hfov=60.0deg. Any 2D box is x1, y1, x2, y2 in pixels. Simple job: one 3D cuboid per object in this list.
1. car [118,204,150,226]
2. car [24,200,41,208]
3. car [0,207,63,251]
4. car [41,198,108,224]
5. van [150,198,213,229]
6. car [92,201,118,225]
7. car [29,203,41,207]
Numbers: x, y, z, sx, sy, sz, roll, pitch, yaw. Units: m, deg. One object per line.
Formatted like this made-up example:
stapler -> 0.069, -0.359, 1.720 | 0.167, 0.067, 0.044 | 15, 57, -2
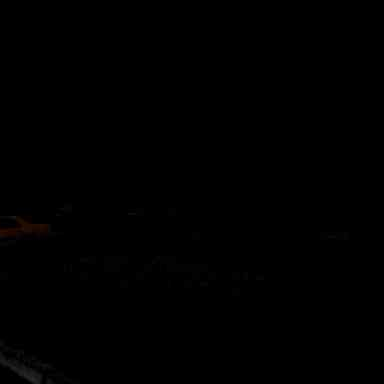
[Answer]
car -> -2.561, 1.650, 24.289 | 1.946, 1.575, 5.366 | -1, -1, 35
car -> -14.072, 1.749, 31.980 | 2.435, 2.045, 5.566 | -2, -1, 34
car -> -7.998, 1.600, 12.680 | 1.946, 1.575, 5.366 | -1, -1, 35
car -> -9.571, 1.588, 28.890 | 2.435, 2.045, 5.566 | -2, -1, 34
van -> -0.440, 1.378, 22.451 | 1.878, 1.987, 4.442 | -1, -1, 35
car -> -4.747, 1.702, 25.805 | 1.946, 1.575, 5.366 | -2, -1, 35
car -> -11.854, 1.921, 30.484 | 2.231, 1.521, 4.892 | -2, -1, 34
